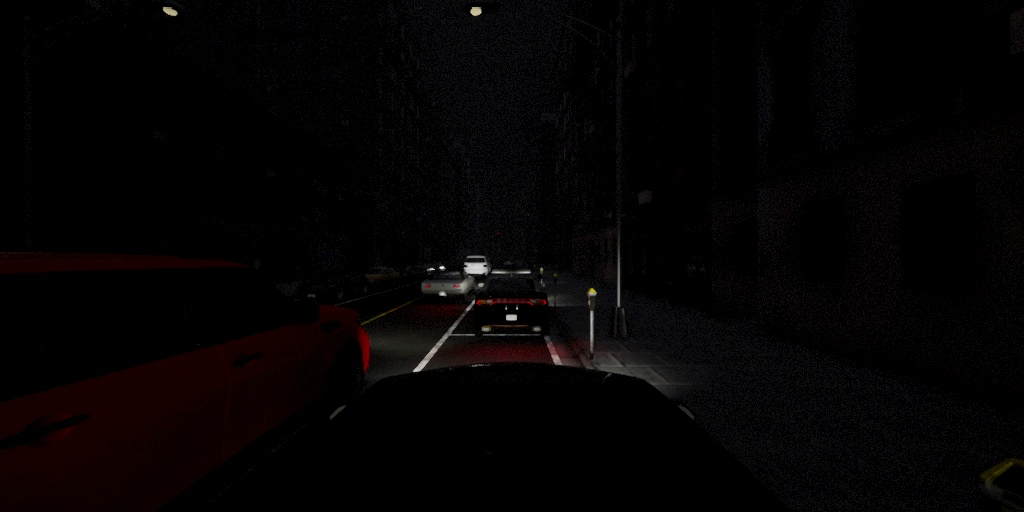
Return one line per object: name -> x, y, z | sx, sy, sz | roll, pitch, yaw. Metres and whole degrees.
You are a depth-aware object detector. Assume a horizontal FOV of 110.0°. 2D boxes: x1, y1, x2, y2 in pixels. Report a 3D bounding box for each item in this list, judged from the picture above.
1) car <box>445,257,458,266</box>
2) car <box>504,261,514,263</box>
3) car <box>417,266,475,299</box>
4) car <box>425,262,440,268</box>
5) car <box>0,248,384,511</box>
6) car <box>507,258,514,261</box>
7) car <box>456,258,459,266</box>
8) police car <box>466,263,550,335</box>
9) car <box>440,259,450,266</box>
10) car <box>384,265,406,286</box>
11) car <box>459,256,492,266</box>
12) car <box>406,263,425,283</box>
car -> -8.408, 1.052, 49.696 | 2.192, 1.841, 5.009 | 0, 0, 0
car -> -0.383, 1.315, 28.035 | 1.948, 1.339, 4.313 | 0, 0, 0
car -> -3.006, 1.351, 17.826 | 1.895, 1.301, 4.718 | 0, 0, 0
car -> -8.408, 1.298, 33.457 | 2.007, 1.370, 4.403 | 0, 0, 0
car -> -3.019, 0.974, 2.568 | 2.150, 2.045, 5.566 | 0, 0, 0
car -> -0.383, 1.269, 39.031 | 1.751, 1.417, 4.829 | 0, 0, 0
car -> -5.787, 1.231, 48.122 | 2.128, 1.511, 4.902 | 0, 0, 0
police car -> -0.012, 1.175, 10.610 | 1.930, 1.638, 5.238 | 0, 0, 0
car -> -8.408, 1.295, 38.870 | 2.007, 1.370, 4.403 | 0, 0, 0
car -> -8.408, 1.275, 22.461 | 1.751, 1.417, 4.829 | 0, 0, 0
car -> -3.012, 0.973, 32.142 | 2.150, 2.045, 5.566 | 0, 0, 0
car -> -8.408, 1.331, 28.044 | 1.802, 1.307, 4.207 | 0, 0, 0
